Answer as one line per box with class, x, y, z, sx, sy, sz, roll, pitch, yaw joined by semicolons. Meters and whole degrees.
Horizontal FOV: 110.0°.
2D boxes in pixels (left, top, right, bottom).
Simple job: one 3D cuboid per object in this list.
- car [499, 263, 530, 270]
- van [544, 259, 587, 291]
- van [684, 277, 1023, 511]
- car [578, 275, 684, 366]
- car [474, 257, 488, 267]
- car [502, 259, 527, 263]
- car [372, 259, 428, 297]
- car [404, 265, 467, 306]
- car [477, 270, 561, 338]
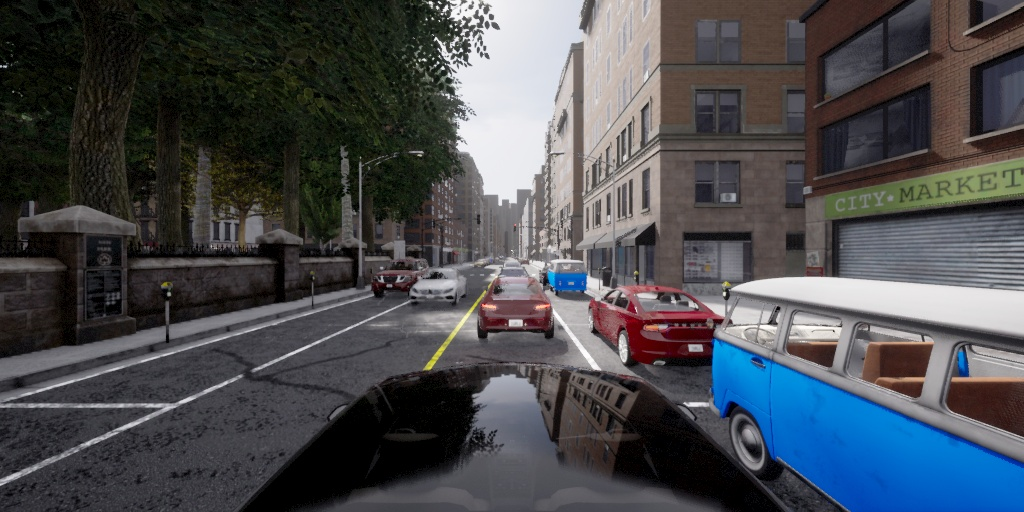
car;0.102;1.292;19.585;2.033;1.411;5.357;0;0;1
van;2.861;1.086;19.125;1.690;1.789;3.998;0;0;0
van;2.857;1.091;2.143;1.690;1.789;3.998;0;0;0
car;2.858;1.294;7.804;1.888;1.381;4.507;0;0;0
car;-5.651;1.230;62.606;1.751;1.417;4.829;0;0;0
car;0.011;1.243;29.329;1.837;1.490;4.892;0;0;0
car;-5.663;1.060;19.087;2.192;1.841;5.009;0;0;0
car;-3.085;1.272;15.875;1.812;1.442;4.674;0;0;0
car;0.097;1.275;10.006;1.812;1.442;4.674;0;0;0
